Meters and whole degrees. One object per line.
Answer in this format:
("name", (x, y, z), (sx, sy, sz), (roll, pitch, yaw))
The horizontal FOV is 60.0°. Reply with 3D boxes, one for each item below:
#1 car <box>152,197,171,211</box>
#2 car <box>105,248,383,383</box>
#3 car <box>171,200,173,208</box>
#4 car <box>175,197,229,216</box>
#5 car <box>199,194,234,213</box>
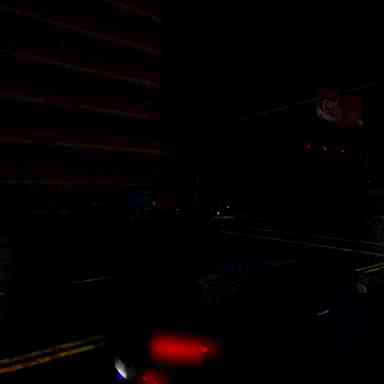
("car", (-4.935, 1.352, 40.524), (2.097, 1.767, 4.553), (0, 0, -36))
("car", (1.180, 1.526, 4.581), (4.674, 1.442, 1.812), (0, 0, -36))
("car", (-3.703, 1.564, 44.817), (1.994, 1.385, 4.181), (0, 0, -35))
("car", (0.848, 1.547, 32.489), (2.033, 1.411, 5.357), (0, 0, -36))
("car", (2.148, 1.222, 36.675), (2.150, 2.045, 5.566), (0, 0, -36))
